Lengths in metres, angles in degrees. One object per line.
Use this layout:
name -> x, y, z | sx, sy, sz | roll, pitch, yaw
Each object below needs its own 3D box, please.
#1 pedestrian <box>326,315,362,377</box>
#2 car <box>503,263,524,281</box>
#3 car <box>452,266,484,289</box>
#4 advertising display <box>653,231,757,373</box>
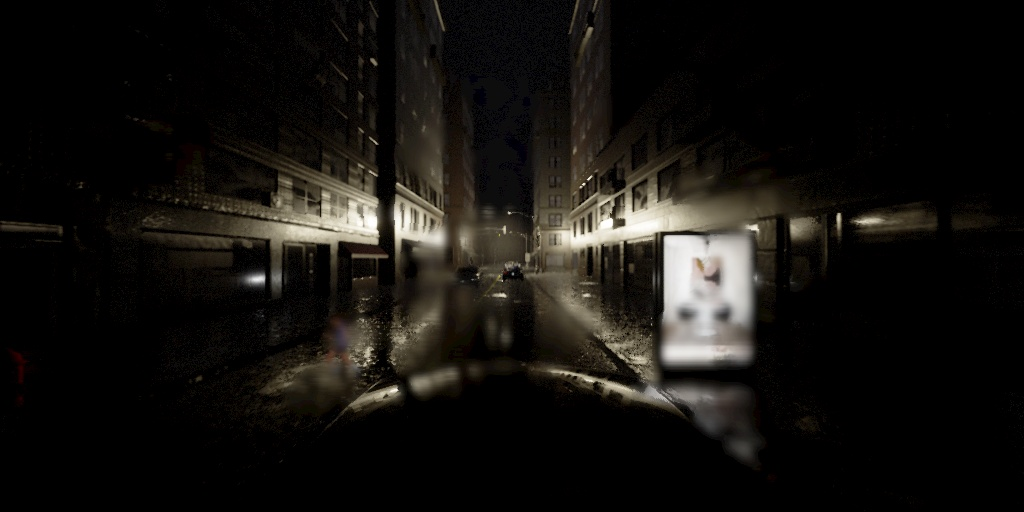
pedestrian -> -2.843, 1.469, 6.048 | 0.500, 1.100, 0.500 | 0, -1, -10
car -> 0.103, 1.636, 34.898 | 1.994, 1.385, 4.181 | 0, -1, 0
car -> -3.088, 1.492, 25.759 | 1.837, 1.490, 4.892 | 0, 0, 0
advertising display -> 3.137, 0.817, 5.853 | 1.540, 2.440, 0.280 | 0, 0, 0
